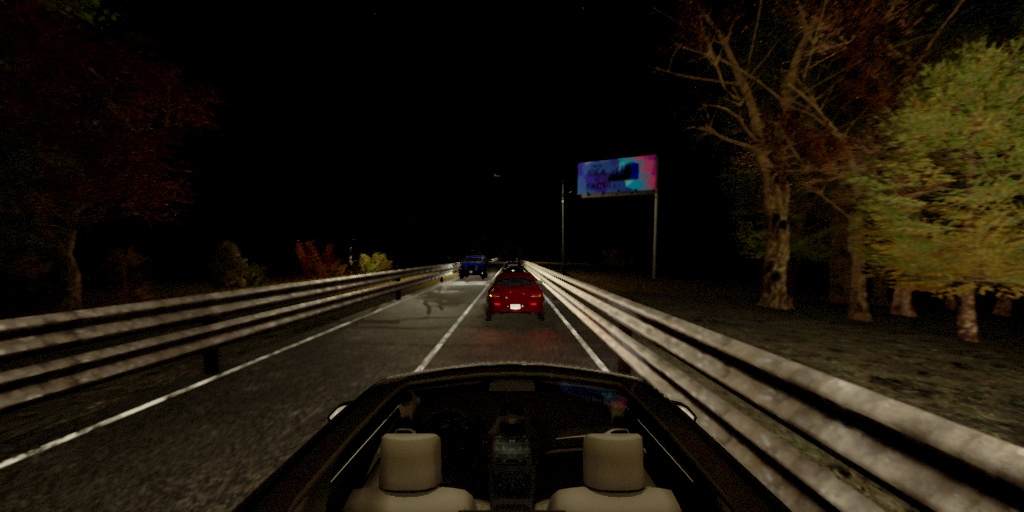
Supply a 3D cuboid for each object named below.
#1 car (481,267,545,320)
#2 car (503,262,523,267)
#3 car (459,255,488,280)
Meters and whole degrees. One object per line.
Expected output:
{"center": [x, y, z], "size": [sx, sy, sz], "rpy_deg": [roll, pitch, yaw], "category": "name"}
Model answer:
{"center": [0.100, 1.272, 12.470], "size": [1.812, 1.442, 4.674], "rpy_deg": [0, 0, 0], "category": "car"}
{"center": [0.101, 1.302, 34.731], "size": [1.994, 1.385, 4.181], "rpy_deg": [0, 0, 0], "category": "car"}
{"center": [-3.314, 0.963, 31.901], "size": [2.150, 2.045, 5.566], "rpy_deg": [0, 0, 0], "category": "car"}
